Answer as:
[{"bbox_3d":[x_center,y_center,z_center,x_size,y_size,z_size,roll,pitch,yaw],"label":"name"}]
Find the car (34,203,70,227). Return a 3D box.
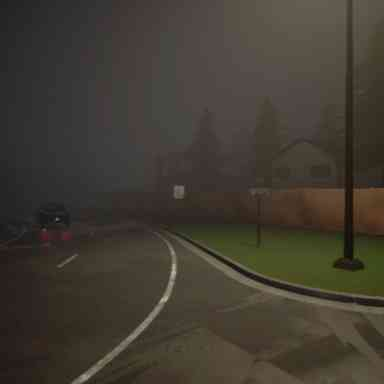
[{"bbox_3d":[-9.802,1.541,23.272,2.128,1.511,4.902,1,0,-30],"label":"car"}]
